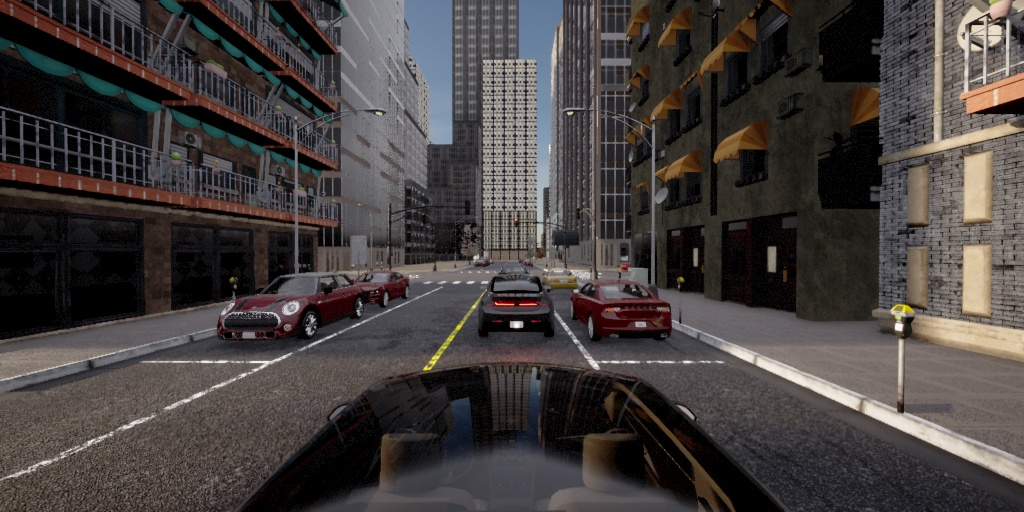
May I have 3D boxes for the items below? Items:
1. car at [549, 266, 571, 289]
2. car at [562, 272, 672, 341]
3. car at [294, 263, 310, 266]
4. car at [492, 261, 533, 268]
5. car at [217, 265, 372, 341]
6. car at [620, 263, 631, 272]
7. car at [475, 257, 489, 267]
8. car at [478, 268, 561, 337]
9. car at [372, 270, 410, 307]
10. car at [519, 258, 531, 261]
[{"bbox_3d":[2.706,1.272,20.937,1.751,1.417,4.829,0,0,0],"label":"car"},{"bbox_3d":[2.697,1.294,9.720,1.888,1.381,4.507,0,0,0],"label":"car"},{"bbox_3d":[-23.801,1.494,39.612,4.097,1.591,1.967,0,0,0],"label":"car"},{"bbox_3d":[0.115,1.239,20.405,2.128,1.511,4.902,0,0,0],"label":"car"},{"bbox_3d":[-5.685,1.188,9.742,1.967,1.591,4.097,0,0,0],"label":"car"},{"bbox_3d":[14.297,1.005,39.899,4.507,1.381,1.888,0,0,0],"label":"car"},{"bbox_3d":[-5.635,1.291,64.302,1.888,1.381,4.507,0,0,0],"label":"car"},{"bbox_3d":[0.107,1.253,10.272,1.837,1.490,4.892,0,0,0],"label":"car"},{"bbox_3d":[-5.680,1.293,15.265,1.888,1.381,4.507,0,0,0],"label":"car"},{"bbox_3d":[2.745,1.185,64.293,1.967,1.591,4.097,0,0,0],"label":"car"}]
